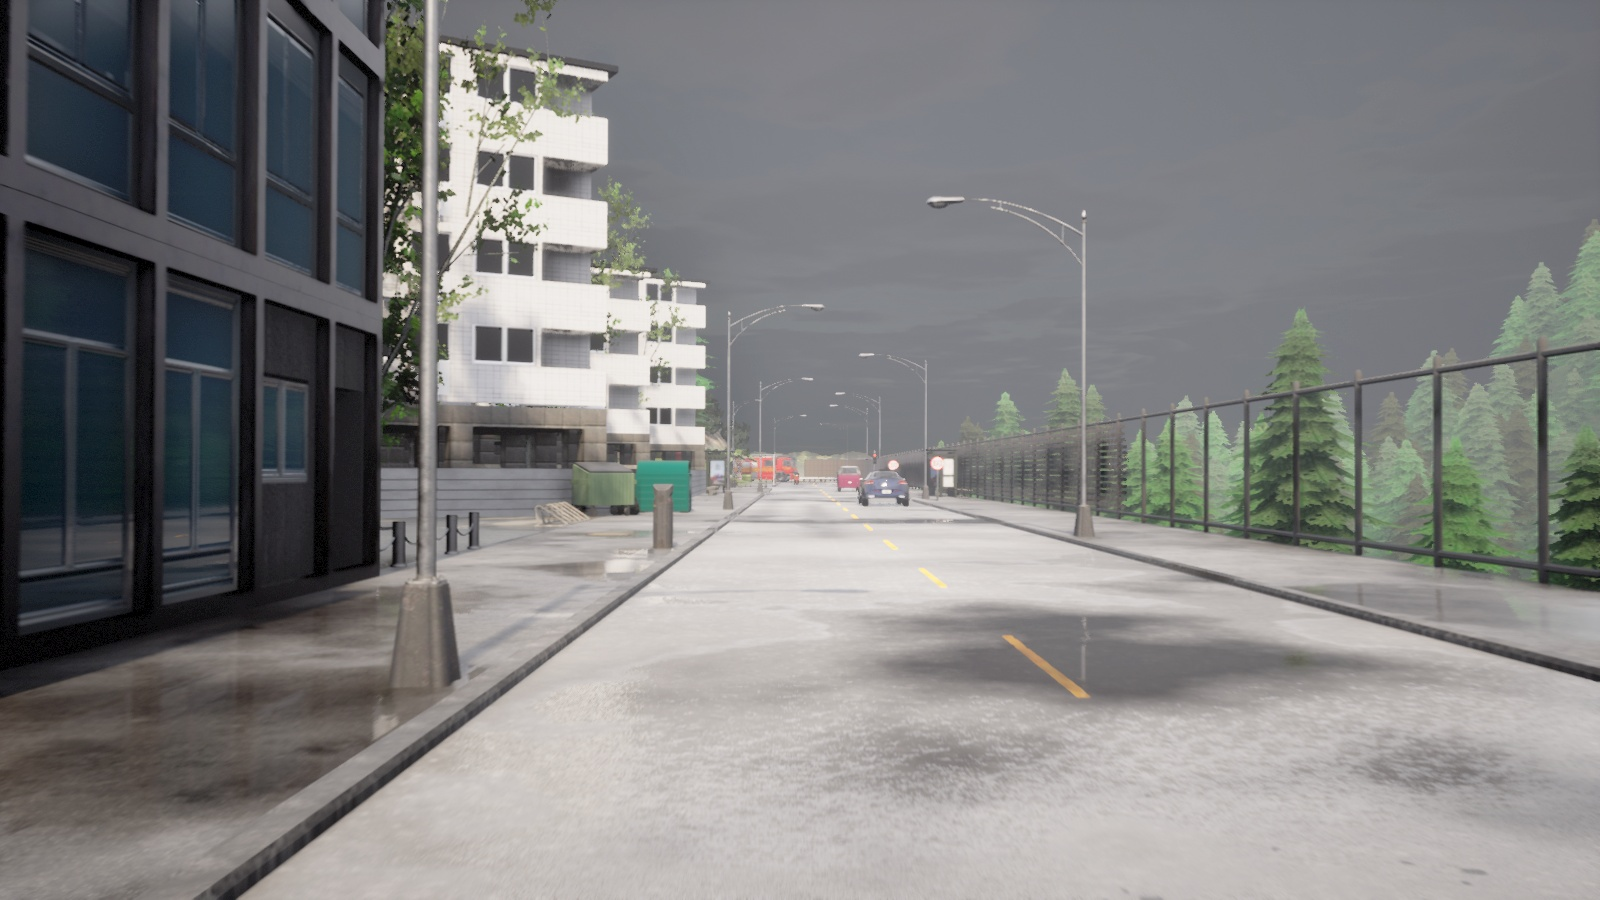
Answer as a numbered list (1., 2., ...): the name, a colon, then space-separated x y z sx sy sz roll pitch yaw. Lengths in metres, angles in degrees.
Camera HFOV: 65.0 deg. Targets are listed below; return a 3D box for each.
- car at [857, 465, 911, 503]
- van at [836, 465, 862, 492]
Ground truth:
1. car: 3.848 1.554 58.334 2.152 1.651 5.027 0 -1 0
2. van: 3.748 2.168 96.485 1.775 1.987 4.442 0 -1 0
